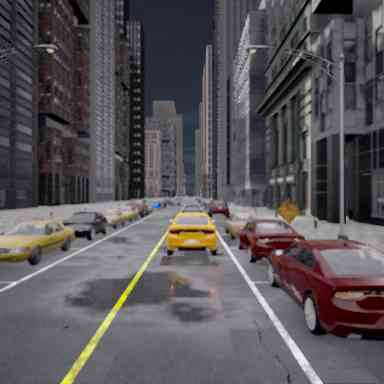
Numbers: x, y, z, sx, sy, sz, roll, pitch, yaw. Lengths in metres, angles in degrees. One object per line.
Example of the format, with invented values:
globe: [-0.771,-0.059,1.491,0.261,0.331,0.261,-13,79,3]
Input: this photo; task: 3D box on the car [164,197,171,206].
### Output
car: [-5.805,1.972,63.106,2.192,1.841,5.009,0,-1,0]

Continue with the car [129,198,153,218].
car: [-5.787,1.670,34.904,2.192,1.841,5.009,0,-1,0]

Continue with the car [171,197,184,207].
car: [-3.064,2.176,64.566,1.837,1.490,4.892,0,-1,1]

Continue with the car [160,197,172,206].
car: [-5.812,2.097,74.387,2.192,1.841,5.009,0,-1,0]

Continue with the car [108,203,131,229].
car: [-5.779,1.762,23.451,1.752,1.417,4.829,0,-1,0]

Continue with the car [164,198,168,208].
car: [-5.800,2.146,57.463,2.008,1.369,4.403,0,-1,0]

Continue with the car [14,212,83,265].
car: [-5.772,1.648,12.170,1.752,1.417,4.829,0,-1,0]

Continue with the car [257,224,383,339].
car: [2.756,1.613,6.713,1.887,1.381,4.507,0,-1,0]

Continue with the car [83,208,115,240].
car: [-5.776,1.747,17.980,1.947,1.339,4.313,0,-1,0]

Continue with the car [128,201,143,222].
car: [-5.783,1.820,29.091,1.752,1.417,4.829,0,-1,0]

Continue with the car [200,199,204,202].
car: [2.729,2.085,51.834,2.008,1.369,4.403,0,-1,0]

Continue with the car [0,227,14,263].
car: [-5.769,1.633,6.699,1.947,1.339,4.313,0,-1,0]

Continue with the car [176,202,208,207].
car: [-0.009,1.826,27.497,2.033,1.411,5.357,0,-1,0]

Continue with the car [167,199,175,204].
car: [-5.821,2.535,91.305,1.947,1.339,4.313,0,-1,0]

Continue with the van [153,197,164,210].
van: [-5.797,1.875,51.825,1.690,1.788,3.998,0,-1,0]

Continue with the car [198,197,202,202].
car: [2.718,2.160,68.755,1.967,1.590,4.097,0,-1,0]

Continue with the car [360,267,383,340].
car: [2.760,1.539,1.243,1.752,1.417,4.829,0,-1,0]

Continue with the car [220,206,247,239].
car: [2.749,1.709,18.164,1.752,1.417,4.829,0,-1,0]

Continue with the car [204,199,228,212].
car: [2.738,1.670,34.916,2.192,1.841,5.009,0,-1,0]

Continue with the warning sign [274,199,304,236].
warning sign: [5.060,1.291,17.425,1.300,1.860,1.060,0,0,0]

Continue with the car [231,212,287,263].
car: [2.753,1.669,12.353,1.887,1.381,4.507,0,-1,0]

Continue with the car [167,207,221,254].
car: [0.018,1.621,14.239,1.882,1.535,5.008,0,0,0]

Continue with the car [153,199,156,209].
car: [-5.790,1.937,40.372,1.752,1.417,4.829,0,-1,0]
